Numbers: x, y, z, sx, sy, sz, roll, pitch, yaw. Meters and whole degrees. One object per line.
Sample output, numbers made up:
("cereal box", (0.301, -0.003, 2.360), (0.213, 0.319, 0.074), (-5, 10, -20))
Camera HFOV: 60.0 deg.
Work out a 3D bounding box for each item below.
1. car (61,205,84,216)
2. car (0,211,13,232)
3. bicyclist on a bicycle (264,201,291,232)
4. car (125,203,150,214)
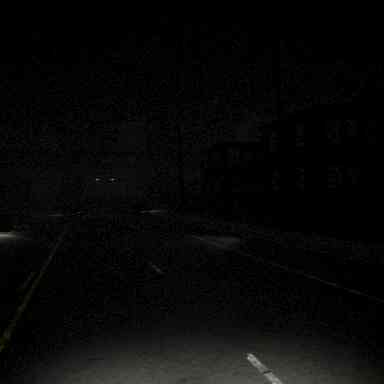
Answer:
("car", (-16.273, 2.492, 45.337), (1.837, 1.490, 4.892), (-1, -1, -38))
("car", (-15.632, 2.262, 26.334), (1.882, 1.535, 5.008), (-2, 0, -18))
("bicyclist on a bicycle", (4.512, 1.316, 17.634), (1.656, 1.620, 0.582), (-2, 0, -18))
("car", (-7.634, 2.232, 46.789), (1.812, 1.442, 4.674), (-2, -1, 22))
